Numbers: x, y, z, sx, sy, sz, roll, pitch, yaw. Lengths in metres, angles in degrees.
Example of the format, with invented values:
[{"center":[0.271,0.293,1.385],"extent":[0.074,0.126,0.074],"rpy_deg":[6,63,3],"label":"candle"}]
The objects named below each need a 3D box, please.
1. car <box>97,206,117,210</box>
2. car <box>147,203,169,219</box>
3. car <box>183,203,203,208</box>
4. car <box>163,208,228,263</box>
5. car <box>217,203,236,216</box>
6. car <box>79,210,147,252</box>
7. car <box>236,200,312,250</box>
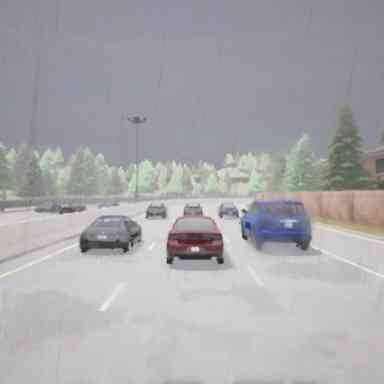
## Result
[{"center":[-10.580,1.865,42.020],"extent":[2.128,1.511,4.902],"rpy_deg":[0,-1,0],"label":"car"},{"center":[-3.402,1.784,32.915],"extent":[2.128,1.511,4.902],"rpy_deg":[0,-1,0],"label":"car"},{"center":[0.098,1.784,32.939],"extent":[2.128,1.511,4.902],"rpy_deg":[0,-1,0],"label":"car"},{"center":[0.099,1.589,12.448],"extent":[1.882,1.535,5.008],"rpy_deg":[0,-1,0],"label":"car"},{"center":[3.585,1.824,33.651],"extent":[1.812,1.442,4.674],"rpy_deg":[0,-1,0],"label":"car"},{"center":[-3.401,1.694,14.573],"extent":[1.994,1.385,4.181],"rpy_deg":[0,-1,0],"label":"car"},{"center":[3.589,1.357,15.107],"extent":[2.150,2.045,5.566],"rpy_deg":[0,0,0],"label":"car"}]
